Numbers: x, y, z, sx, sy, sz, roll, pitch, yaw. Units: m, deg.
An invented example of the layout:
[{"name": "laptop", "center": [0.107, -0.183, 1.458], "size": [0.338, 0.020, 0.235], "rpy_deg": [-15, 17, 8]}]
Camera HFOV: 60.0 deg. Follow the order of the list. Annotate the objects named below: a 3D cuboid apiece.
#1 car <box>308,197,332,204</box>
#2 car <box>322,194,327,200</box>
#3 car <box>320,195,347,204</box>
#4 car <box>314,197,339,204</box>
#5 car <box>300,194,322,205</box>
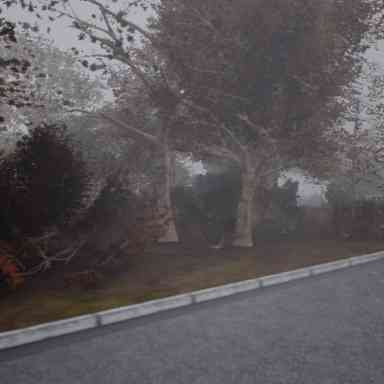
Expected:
[{"name": "car", "center": [29.013, 1.972, 75.617], "size": [2.002, 1.452, 4.674], "rpy_deg": [0, 0, -36]}, {"name": "car", "center": [26.631, 1.698, 73.947], "size": [2.435, 2.045, 5.566], "rpy_deg": [0, 0, -36]}, {"name": "car", "center": [33.429, 1.655, 78.805], "size": [2.435, 2.045, 5.566], "rpy_deg": [0, 0, -36]}, {"name": "car", "center": [31.176, 1.920, 77.166], "size": [2.097, 1.535, 5.008], "rpy_deg": [0, 0, -36]}, {"name": "car", "center": [24.466, 1.715, 72.398], "size": [2.435, 2.045, 5.566], "rpy_deg": [0, 0, -36]}]
